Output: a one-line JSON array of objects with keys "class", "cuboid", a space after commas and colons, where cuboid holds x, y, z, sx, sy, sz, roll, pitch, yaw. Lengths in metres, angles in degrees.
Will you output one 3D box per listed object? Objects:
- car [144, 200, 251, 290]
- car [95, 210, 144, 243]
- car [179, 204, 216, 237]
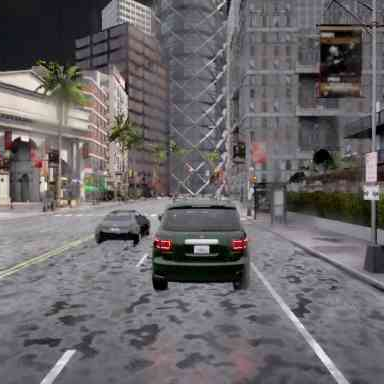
[{"class": "car", "cuboid": [0.200, 1.221, 9.221, 2.150, 2.045, 5.566, 0, 0, 0]}, {"class": "car", "cuboid": [-3.228, 1.564, 16.095, 1.994, 1.385, 4.181, 0, 0, 1]}, {"class": "car", "cuboid": [0.301, 1.505, 19.082, 1.837, 1.490, 4.892, 0, 0, 1]}]
